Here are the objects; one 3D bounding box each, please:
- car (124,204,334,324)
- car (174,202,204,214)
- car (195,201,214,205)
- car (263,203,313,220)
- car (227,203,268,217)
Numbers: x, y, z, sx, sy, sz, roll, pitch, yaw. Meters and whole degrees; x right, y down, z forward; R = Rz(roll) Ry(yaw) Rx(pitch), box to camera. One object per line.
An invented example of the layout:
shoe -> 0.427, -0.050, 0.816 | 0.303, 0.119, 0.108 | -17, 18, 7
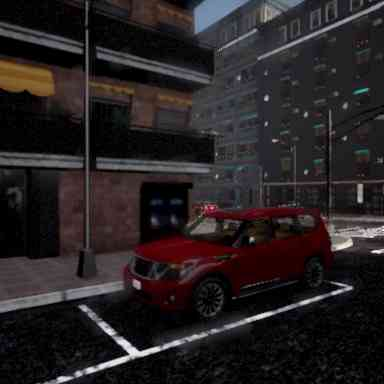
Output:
car -> 1.077, 1.303, 7.329 | 5.009, 1.841, 2.192 | 0, 0, -36
car -> -0.487, 2.201, 46.342 | 1.887, 1.381, 4.507 | -2, 0, -36
car -> 1.057, 1.884, 39.562 | 2.097, 1.767, 4.553 | 0, -1, -36
car -> 9.382, 1.877, 32.756 | 2.008, 1.369, 4.403 | -2, 0, -36
car -> 6.155, 1.984, 37.247 | 2.008, 1.369, 4.403 | -2, 0, -36
